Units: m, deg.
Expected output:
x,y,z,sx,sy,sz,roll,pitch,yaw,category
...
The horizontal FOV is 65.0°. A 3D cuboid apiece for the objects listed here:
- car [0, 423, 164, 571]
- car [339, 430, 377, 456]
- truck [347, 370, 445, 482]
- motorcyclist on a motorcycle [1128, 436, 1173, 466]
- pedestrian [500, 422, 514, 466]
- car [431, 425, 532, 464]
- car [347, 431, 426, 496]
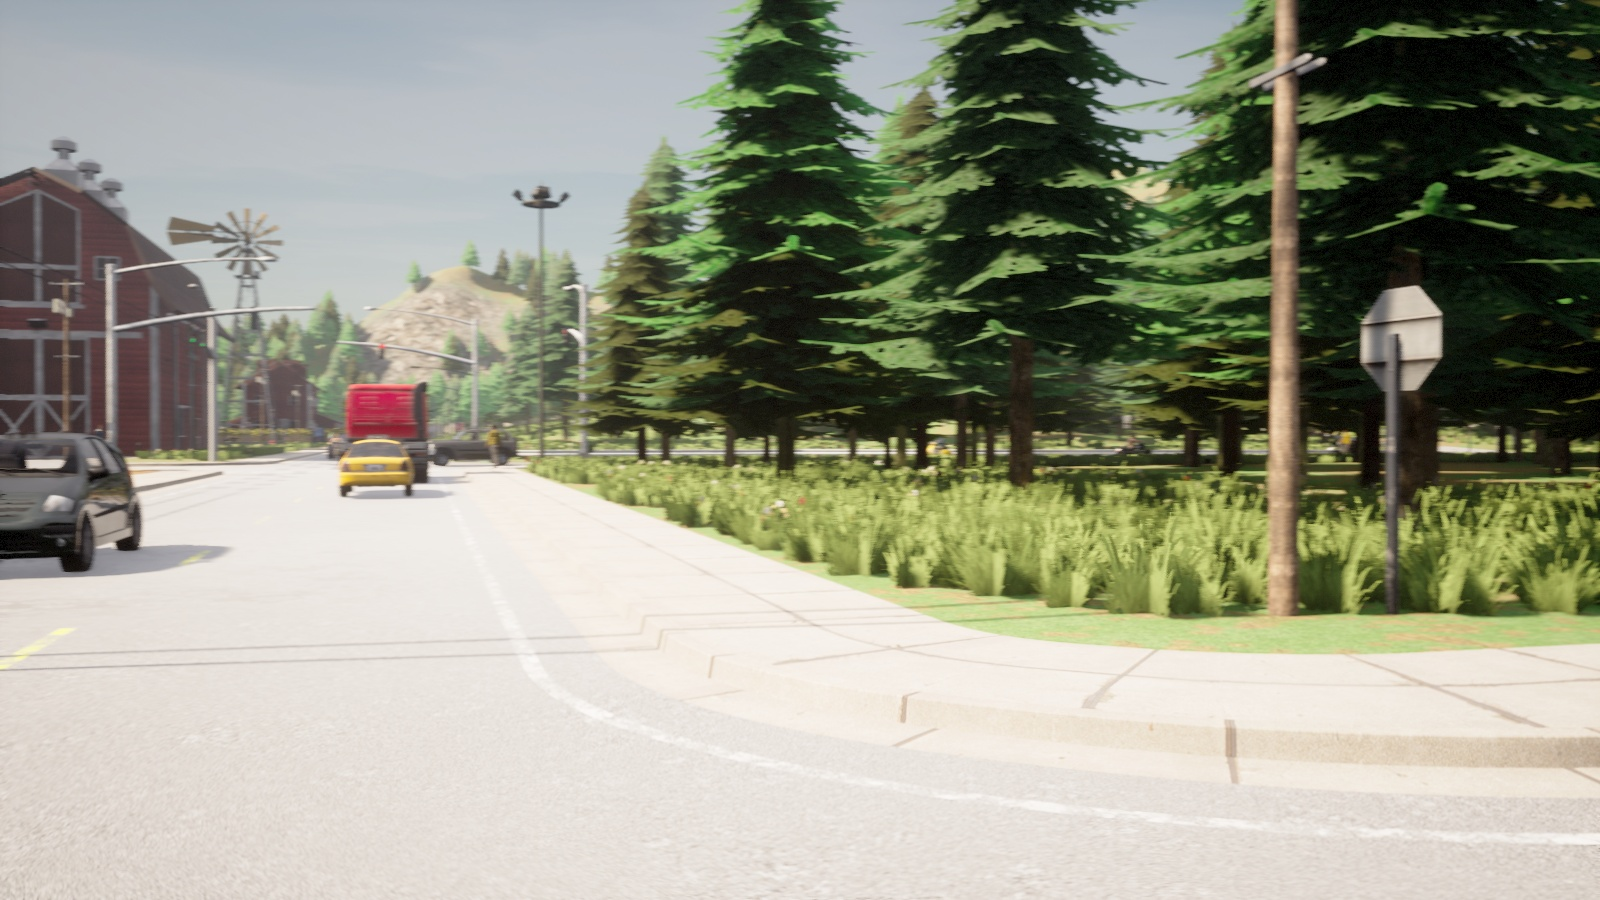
x,y,z,sx,sy,sz,roll,pitch,yaw,category
-9.328,0.482,15.598,1.851,1.617,3.988,0,1,-16,car
-28.698,-0.481,81.651,2.033,1.649,4.856,0,1,-16,car
-13.725,-0.783,43.043,2.891,3.462,7.936,0,1,-16,truck
19.341,0.047,69.291,2.350,1.649,0.766,0,1,-16,motorcyclist on a motorcycle
-12.185,-0.251,52.276,0.431,1.840,0.709,0,1,-24,pedestrian
-15.703,-0.258,61.896,4.605,1.855,1.932,0,0,-24,car
-10.824,0.288,33.139,1.801,1.575,5.366,0,1,-16,car
